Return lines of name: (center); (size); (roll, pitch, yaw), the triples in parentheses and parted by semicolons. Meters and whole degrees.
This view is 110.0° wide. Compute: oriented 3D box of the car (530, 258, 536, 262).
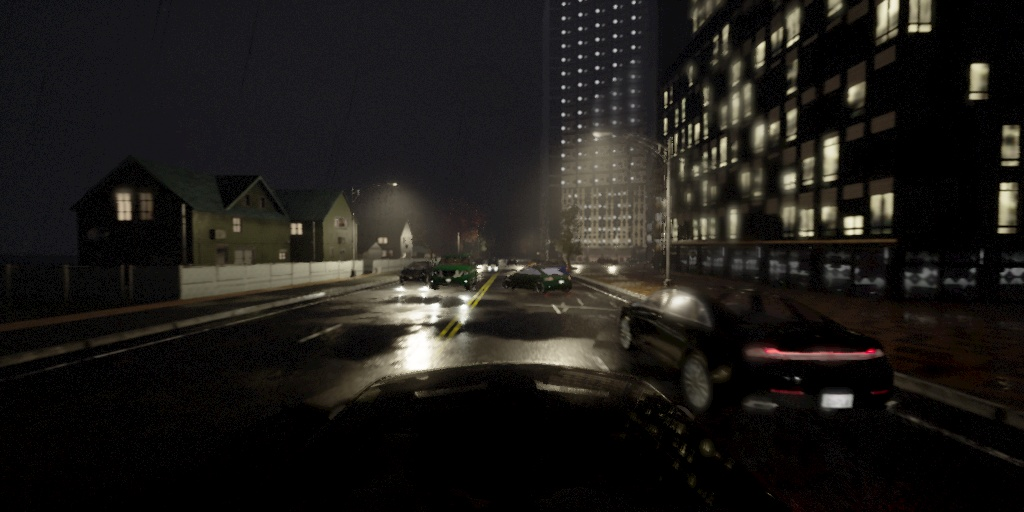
car: (3.252, 1.172, 39.016); (2.033, 1.411, 5.357); (0, 0, 0)

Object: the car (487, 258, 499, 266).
car: (-3.268, 1.054, 62.960); (2.128, 1.511, 4.902); (0, 0, 1)

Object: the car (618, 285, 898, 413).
car: (3.250, 1.225, 6.004); (2.128, 1.511, 4.902); (0, 0, 0)

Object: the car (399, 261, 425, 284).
car: (-6.586, 1.141, 25.863); (1.882, 1.535, 5.008); (0, 0, 0)

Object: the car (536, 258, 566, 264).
car: (3.252, 1.009, 27.981); (2.097, 1.767, 4.553); (0, 0, 0)

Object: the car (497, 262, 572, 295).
car: (1.300, 1.248, 19.618); (1.994, 1.385, 4.181); (0, 0, -36)

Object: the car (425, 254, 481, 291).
car: (-3.342, 0.897, 21.635); (2.150, 2.045, 5.566); (0, 0, 0)
